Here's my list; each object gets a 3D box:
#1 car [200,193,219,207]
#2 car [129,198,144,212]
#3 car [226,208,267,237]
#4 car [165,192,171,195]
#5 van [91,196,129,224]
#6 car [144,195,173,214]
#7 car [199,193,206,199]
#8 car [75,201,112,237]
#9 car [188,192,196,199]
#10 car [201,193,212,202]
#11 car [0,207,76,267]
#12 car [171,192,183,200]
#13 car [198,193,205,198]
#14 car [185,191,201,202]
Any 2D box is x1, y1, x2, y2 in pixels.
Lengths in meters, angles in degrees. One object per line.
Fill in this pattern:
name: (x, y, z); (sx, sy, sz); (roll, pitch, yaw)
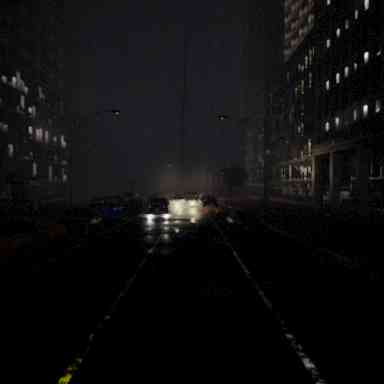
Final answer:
car: (2.337, 1.195, 42.720); (1.812, 1.442, 4.674); (0, 0, 0)
car: (-5.713, 1.280, 33.717); (1.887, 1.381, 4.507); (-1, 0, 0)
car: (2.673, 1.447, 16.846); (1.802, 1.307, 4.206); (-1, 0, 0)
car: (-5.727, 1.007, 73.091); (2.008, 1.369, 4.403); (-1, 0, 0)
van: (-5.713, 1.162, 22.465); (1.690, 1.788, 3.998); (-1, 0, 0)
car: (-3.107, 1.274, 31.998); (1.812, 1.442, 4.674); (0, 0, 0)
car: (2.649, 0.906, 84.515); (1.752, 1.417, 4.829); (-1, 0, 0)
car: (-5.708, 1.409, 16.843); (1.887, 1.381, 4.507); (-1, 0, 0)
car: (-0.025, 0.755, 77.005); (1.882, 1.535, 5.008); (0, 0, 0)
car: (2.655, 0.974, 61.844); (1.967, 1.590, 4.097); (-1, 0, 0)
car: (-5.706, 1.435, 11.048); (1.752, 1.417, 4.829); (-1, 0, 0)
car: (-3.025, 0.893, 72.324); (1.882, 1.535, 5.008); (0, 0, 0)
car: (2.646, 0.875, 95.593); (1.947, 1.339, 4.313); (-1, 0, 0)
car: (-0.024, 0.761, 60.721); (2.150, 2.045, 5.566); (0, 0, 0)
